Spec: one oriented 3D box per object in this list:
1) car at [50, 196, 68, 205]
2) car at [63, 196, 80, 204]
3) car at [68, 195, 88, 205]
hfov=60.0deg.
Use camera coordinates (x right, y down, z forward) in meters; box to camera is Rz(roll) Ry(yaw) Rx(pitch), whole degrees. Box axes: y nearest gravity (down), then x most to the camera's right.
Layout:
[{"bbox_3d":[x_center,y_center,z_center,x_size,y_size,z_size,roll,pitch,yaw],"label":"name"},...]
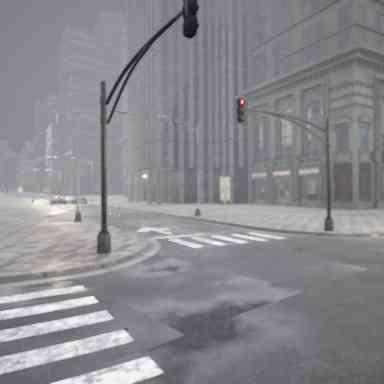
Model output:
[{"bbox_3d":[-20.599,1.297,51.066,1.994,1.385,4.181,0,0,-30],"label":"car"},{"bbox_3d":[-20.918,1.300,57.644,1.895,1.301,4.718,0,0,-30],"label":"car"},{"bbox_3d":[-17.466,1.253,51.696,1.812,1.442,4.674,0,0,-29],"label":"car"}]
